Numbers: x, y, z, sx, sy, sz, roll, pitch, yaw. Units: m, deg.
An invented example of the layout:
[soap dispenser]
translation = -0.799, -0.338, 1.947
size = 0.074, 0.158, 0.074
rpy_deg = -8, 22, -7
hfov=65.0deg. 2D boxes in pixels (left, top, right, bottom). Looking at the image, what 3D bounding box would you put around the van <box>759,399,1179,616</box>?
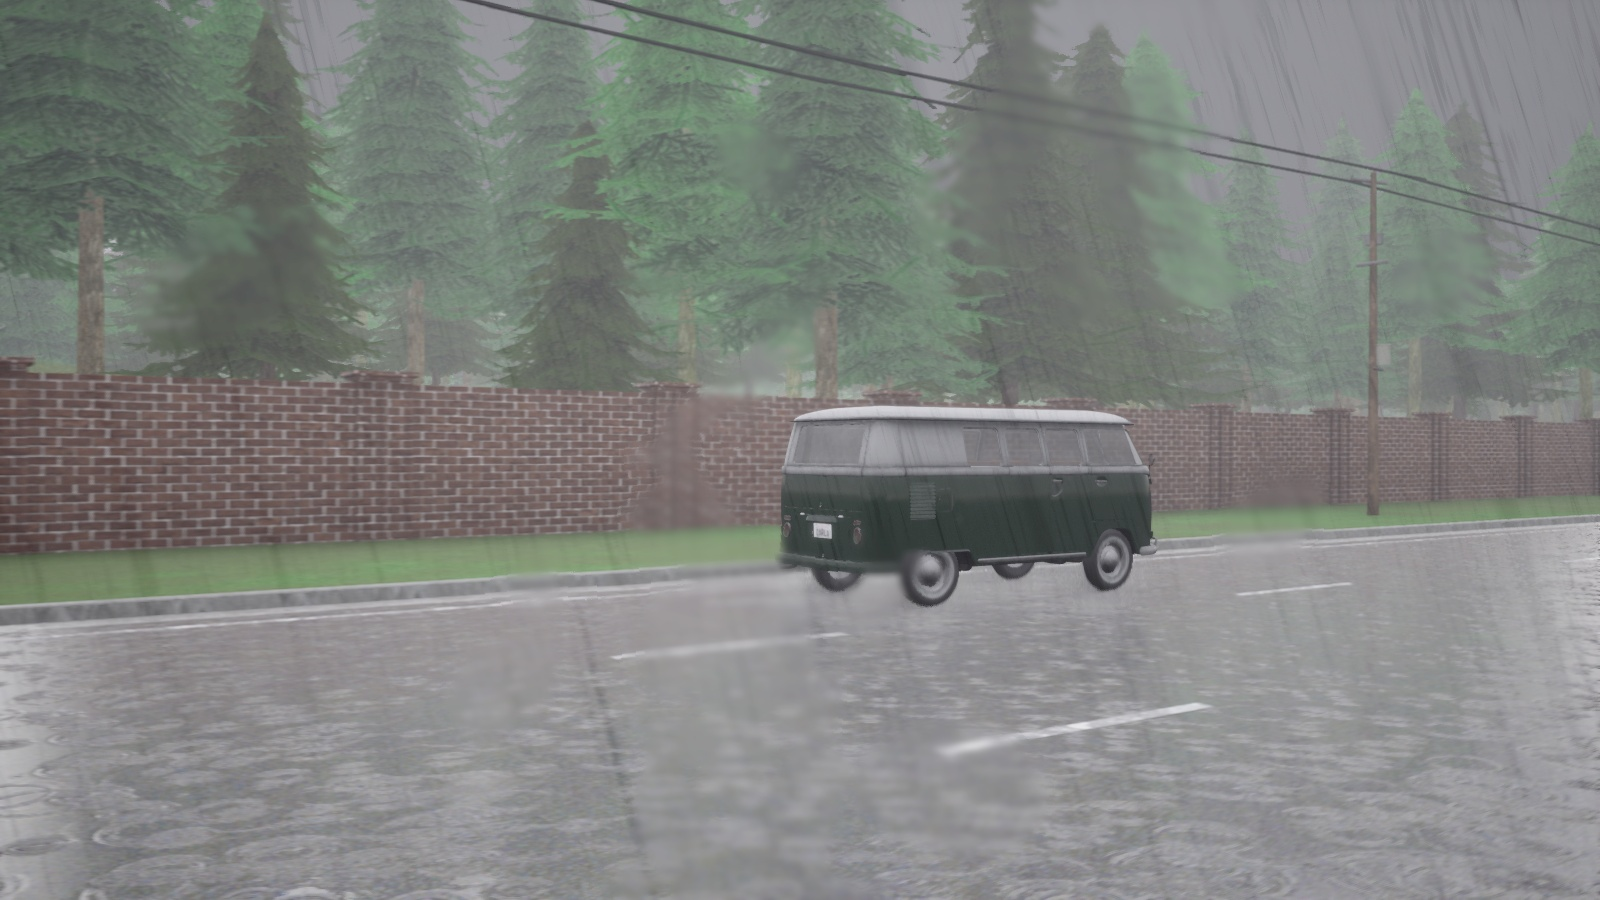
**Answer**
[van]
translation = 1.910, 0.527, 13.519
size = 4.442, 1.987, 1.775
rpy_deg = 0, 0, -35
